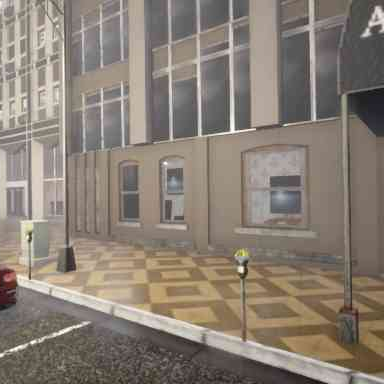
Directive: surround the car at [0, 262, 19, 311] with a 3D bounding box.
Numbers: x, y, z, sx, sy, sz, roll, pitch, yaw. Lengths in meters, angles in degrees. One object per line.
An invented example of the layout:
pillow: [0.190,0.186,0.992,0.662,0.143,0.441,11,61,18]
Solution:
car: [-4.975,1.584,6.433,4.206,1.307,1.802,0,-1,35]
